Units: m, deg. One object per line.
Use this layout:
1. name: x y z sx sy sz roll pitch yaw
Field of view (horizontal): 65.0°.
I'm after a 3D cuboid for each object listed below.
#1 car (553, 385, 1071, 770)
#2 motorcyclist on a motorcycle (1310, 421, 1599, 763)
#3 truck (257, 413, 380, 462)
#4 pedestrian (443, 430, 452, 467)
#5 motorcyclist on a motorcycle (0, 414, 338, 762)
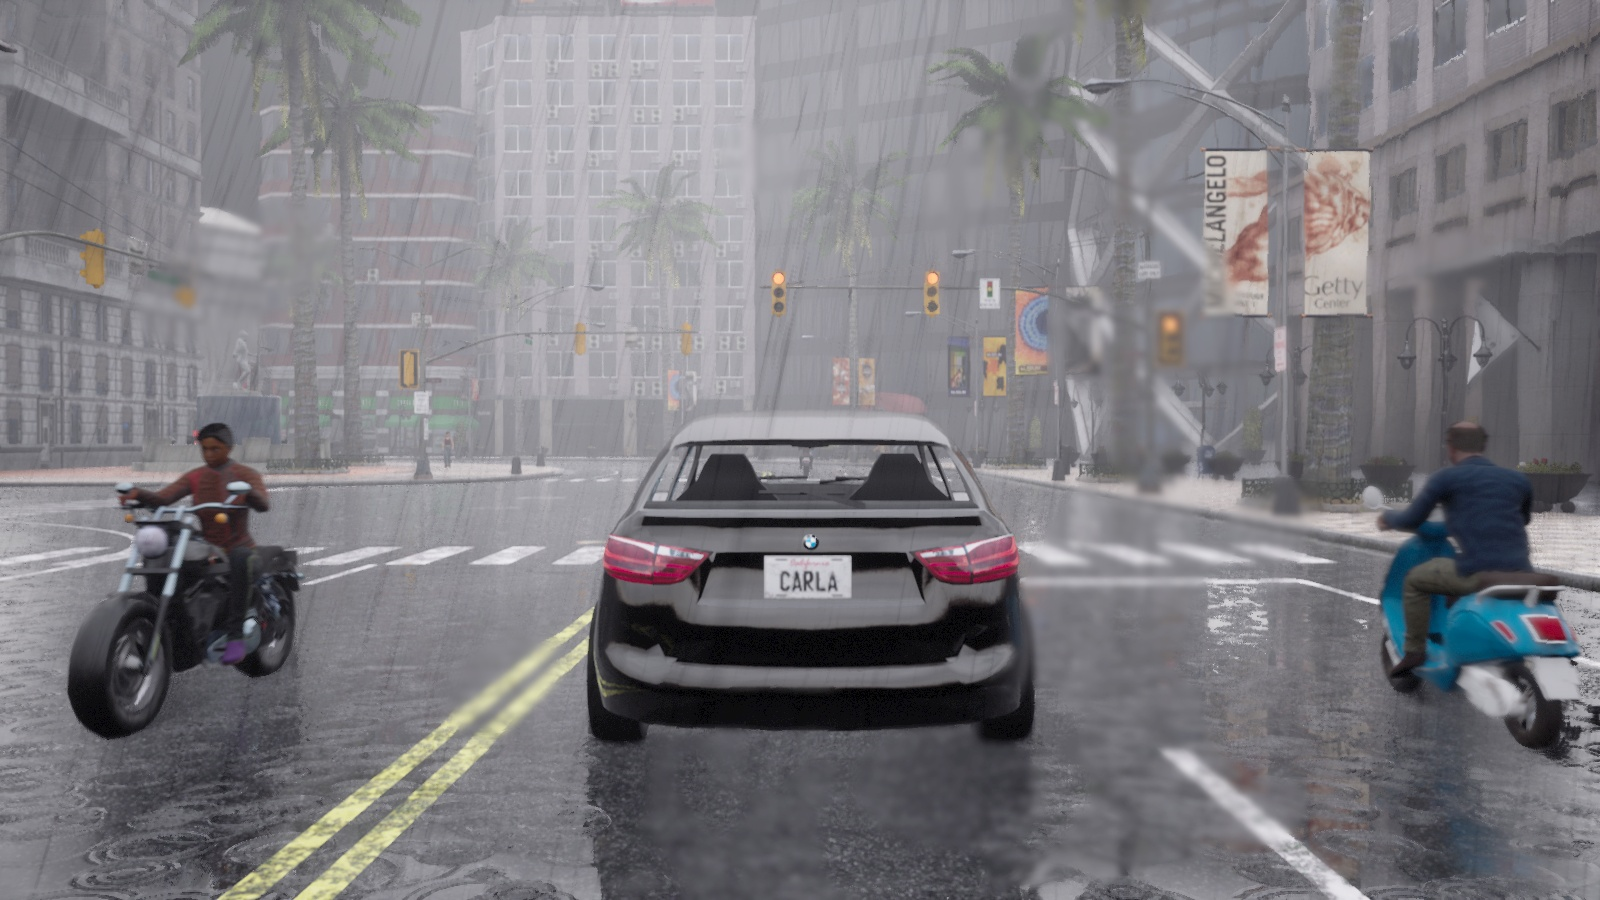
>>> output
1. car: 0.062 0.535 7.744 2.242 1.667 4.611 0 0 0
2. motorcyclist on a motorcycle: 3.534 0.654 6.748 0.866 1.590 1.817 0 0 1
3. truck: -34.719 -0.912 90.700 7.936 3.462 2.891 0 0 9
4. pedestrian: -17.737 -0.063 63.168 0.345 1.836 0.594 0 0 -8
5. motorcyclist on a motorcycle: -3.446 0.643 7.123 0.766 1.649 2.350 0 1 0
